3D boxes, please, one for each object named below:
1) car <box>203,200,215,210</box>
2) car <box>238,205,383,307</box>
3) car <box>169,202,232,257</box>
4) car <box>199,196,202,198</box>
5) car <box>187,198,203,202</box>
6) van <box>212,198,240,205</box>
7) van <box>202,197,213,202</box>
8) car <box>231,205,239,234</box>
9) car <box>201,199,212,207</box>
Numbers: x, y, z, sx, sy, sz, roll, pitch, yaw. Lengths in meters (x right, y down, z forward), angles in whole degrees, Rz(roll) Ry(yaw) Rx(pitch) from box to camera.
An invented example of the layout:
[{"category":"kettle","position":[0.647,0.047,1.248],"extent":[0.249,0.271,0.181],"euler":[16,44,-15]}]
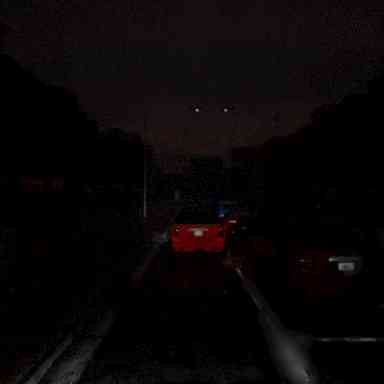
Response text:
[{"category":"car","position":[2.655,1.977,52.600],"extent":[1.752,1.417,4.829],"euler":[1,-1,0]},{"category":"car","position":[2.651,1.384,8.108],"extent":[2.192,1.841,5.009],"euler":[1,0,0]},{"category":"car","position":[0.157,1.467,13.686],"extent":[2.097,1.767,4.553],"euler":[0,0,-2]},{"category":"car","position":[2.656,1.943,57.971],"extent":[1.967,1.590,4.097],"euler":[1,-1,0]},{"category":"car","position":[0.105,1.876,43.873],"extent":[1.837,1.490,4.892],"euler":[0,-1,0]},{"category":"van","position":[2.654,1.548,24.730],"extent":[1.690,1.788,3.998],"euler":[1,0,0]},{"category":"van","position":[2.656,1.740,46.891],"extent":[1.690,1.788,3.998],"euler":[1,-1,0]},{"category":"car","position":[2.650,1.706,19.187],"extent":[1.887,1.381,4.507],"euler":[1,0,0]},{"category":"car","position":[2.656,2.101,63.511],"extent":[1.887,1.381,4.507],"euler":[1,-1,0]}]
